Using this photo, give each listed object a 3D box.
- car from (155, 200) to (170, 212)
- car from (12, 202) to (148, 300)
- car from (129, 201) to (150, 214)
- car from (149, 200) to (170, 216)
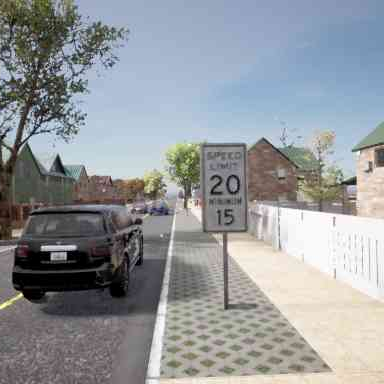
[{"bbox_3d":[-4.353,2.043,49.784,1.882,1.535,5.008,-1,-1,-2],"label":"car"},{"bbox_3d":[-2.614,1.329,8.924,2.150,2.045,5.566,-1,-1,-2],"label":"car"},{"bbox_3d":[-6.856,2.042,43.938,2.128,1.511,4.902,-1,-1,-2],"label":"car"},{"bbox_3d":[-3.868,1.804,39.532,2.097,1.767,4.553,-1,-1,-2],"label":"car"}]
